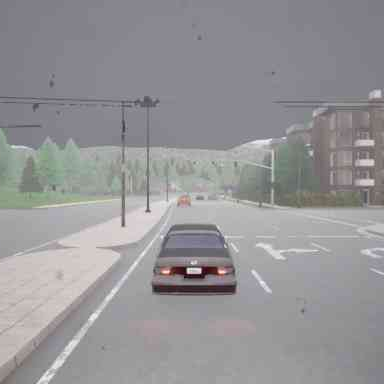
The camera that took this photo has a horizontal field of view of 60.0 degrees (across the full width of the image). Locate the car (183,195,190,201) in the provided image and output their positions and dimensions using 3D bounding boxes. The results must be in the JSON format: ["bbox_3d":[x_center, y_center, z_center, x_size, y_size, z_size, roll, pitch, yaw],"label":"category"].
[{"bbox_3d":[-1.431,1.523,85.413,1.812,1.442,4.674,0,0,0],"label":"car"}]

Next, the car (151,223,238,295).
[{"bbox_3d":[0.052,1.547,8.841,2.033,1.411,5.357,0,0,0],"label":"car"}]

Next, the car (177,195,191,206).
[{"bbox_3d":[-1.300,1.352,54.588,2.097,1.767,4.553,0,0,-1],"label":"car"}]

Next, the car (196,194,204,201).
[{"bbox_3d":[2.069,1.477,85.448,1.882,1.535,5.008,0,0,0],"label":"car"}]

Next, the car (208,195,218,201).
[{"bbox_3d":[5.569,1.539,85.452,2.033,1.411,5.357,0,0,0],"label":"car"}]
